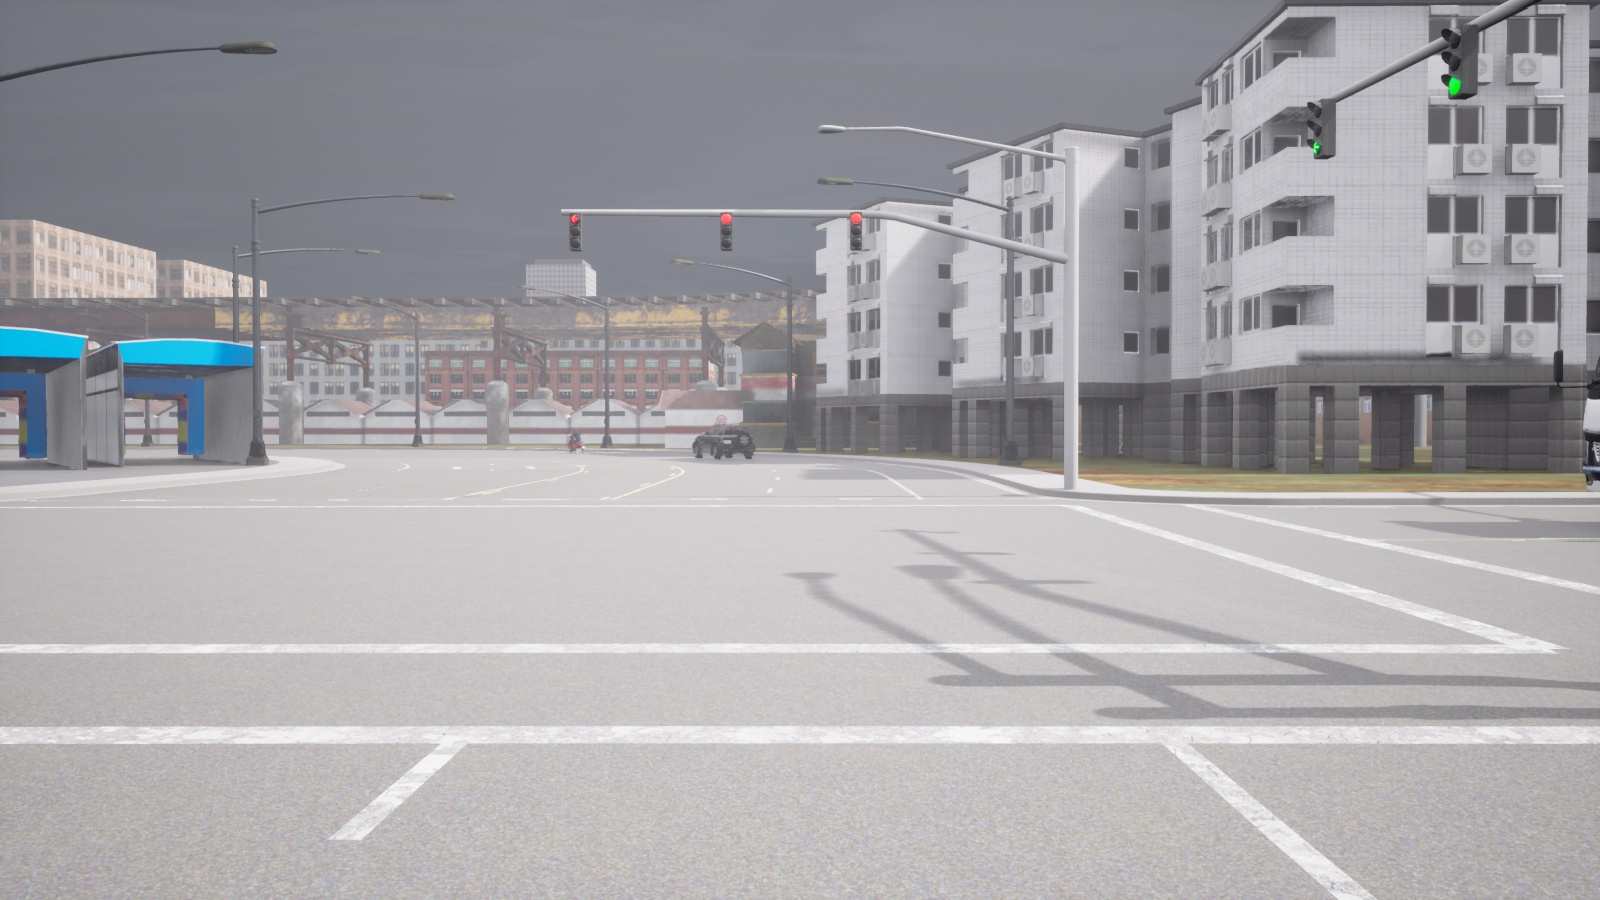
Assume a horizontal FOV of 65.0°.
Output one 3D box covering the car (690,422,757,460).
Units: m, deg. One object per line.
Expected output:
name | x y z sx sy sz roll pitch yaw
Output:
car | -3.945 -0.461 63.783 1.932 1.855 4.605 0 1 -24

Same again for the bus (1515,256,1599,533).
bus | 17.421 -0.860 19.572 10.273 4.253 3.944 0 1 -1

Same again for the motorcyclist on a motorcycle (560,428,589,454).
motorcyclist on a motorcycle | -14.084 -0.589 78.465 0.866 1.590 1.817 -3 3 -44
